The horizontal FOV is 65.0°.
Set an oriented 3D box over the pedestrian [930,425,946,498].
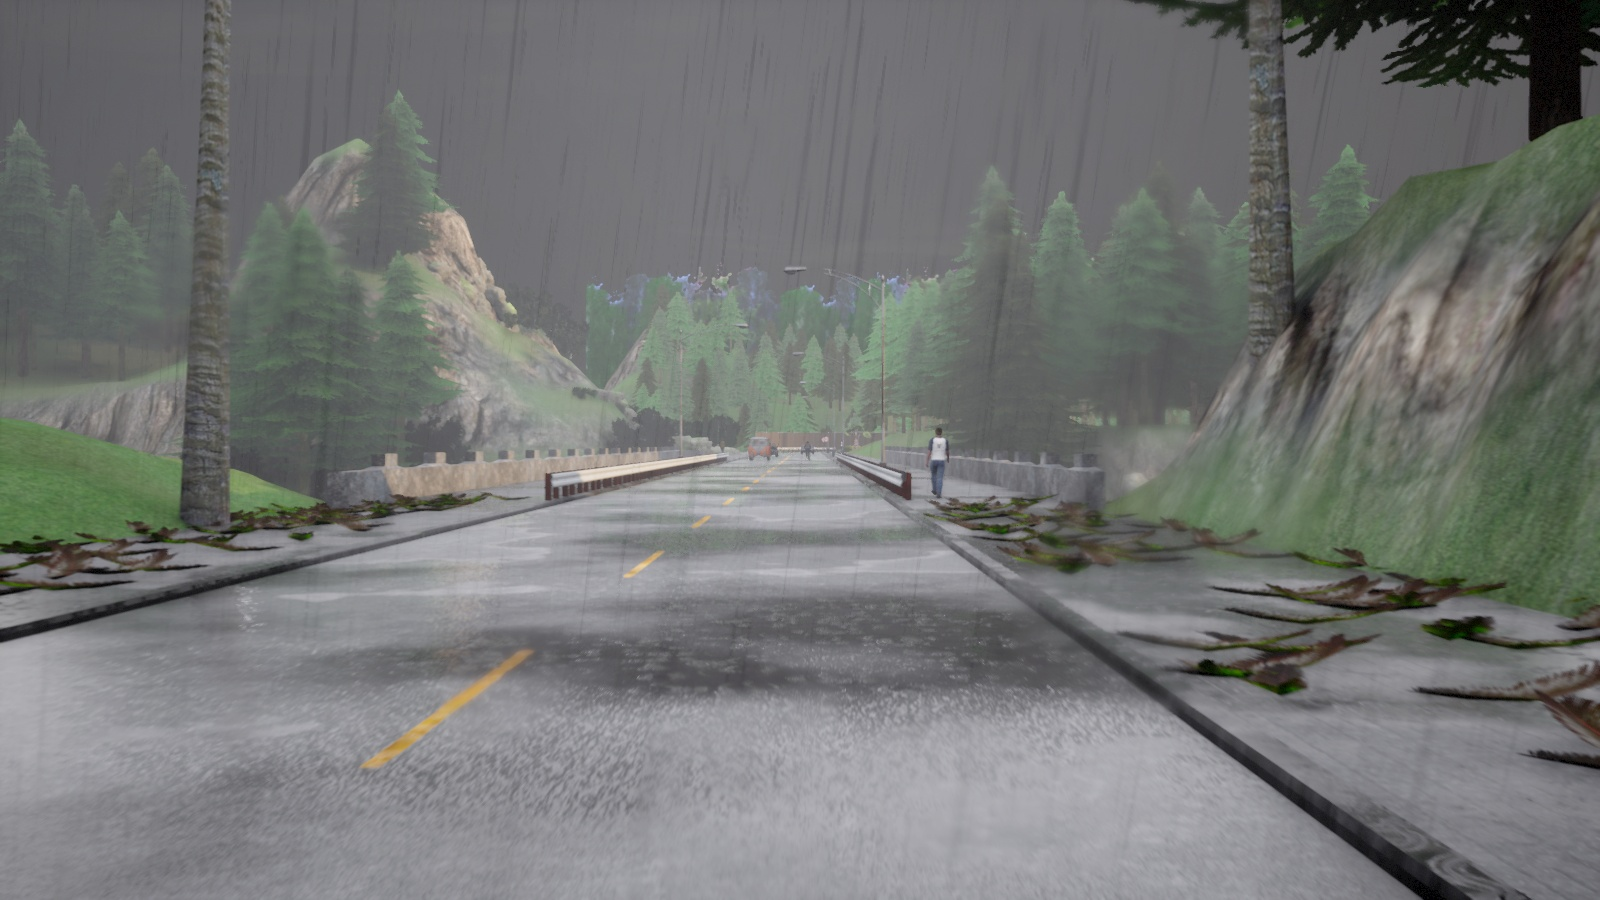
[{"bbox_3d":[3.471,0.280,31.712,0.354,1.836,0.706,0,0,3],"label":"pedestrian"}]
